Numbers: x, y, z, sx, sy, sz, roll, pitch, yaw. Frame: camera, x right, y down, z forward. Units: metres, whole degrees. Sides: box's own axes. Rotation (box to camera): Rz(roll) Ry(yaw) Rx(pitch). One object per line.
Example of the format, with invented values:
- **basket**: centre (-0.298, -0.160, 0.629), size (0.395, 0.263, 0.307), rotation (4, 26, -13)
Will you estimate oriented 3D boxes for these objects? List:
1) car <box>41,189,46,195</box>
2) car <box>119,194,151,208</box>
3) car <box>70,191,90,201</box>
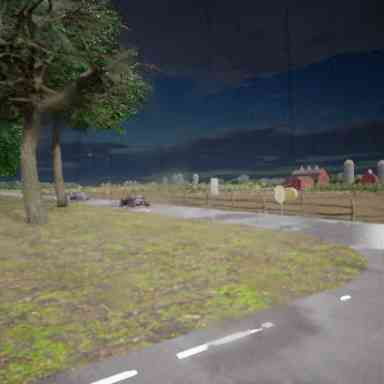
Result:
- **car**: centre (-39.083, 0.087, 85.958), size (1.882, 1.535, 5.008), rotation (-2, 1, -36)
- **car**: centre (-6.092, 0.948, 35.327), size (1.994, 1.385, 4.181), rotation (-2, 2, -36)
- **car**: centre (-17.246, 0.640, 50.964), size (2.128, 1.511, 4.902), rotation (-2, 2, -36)
